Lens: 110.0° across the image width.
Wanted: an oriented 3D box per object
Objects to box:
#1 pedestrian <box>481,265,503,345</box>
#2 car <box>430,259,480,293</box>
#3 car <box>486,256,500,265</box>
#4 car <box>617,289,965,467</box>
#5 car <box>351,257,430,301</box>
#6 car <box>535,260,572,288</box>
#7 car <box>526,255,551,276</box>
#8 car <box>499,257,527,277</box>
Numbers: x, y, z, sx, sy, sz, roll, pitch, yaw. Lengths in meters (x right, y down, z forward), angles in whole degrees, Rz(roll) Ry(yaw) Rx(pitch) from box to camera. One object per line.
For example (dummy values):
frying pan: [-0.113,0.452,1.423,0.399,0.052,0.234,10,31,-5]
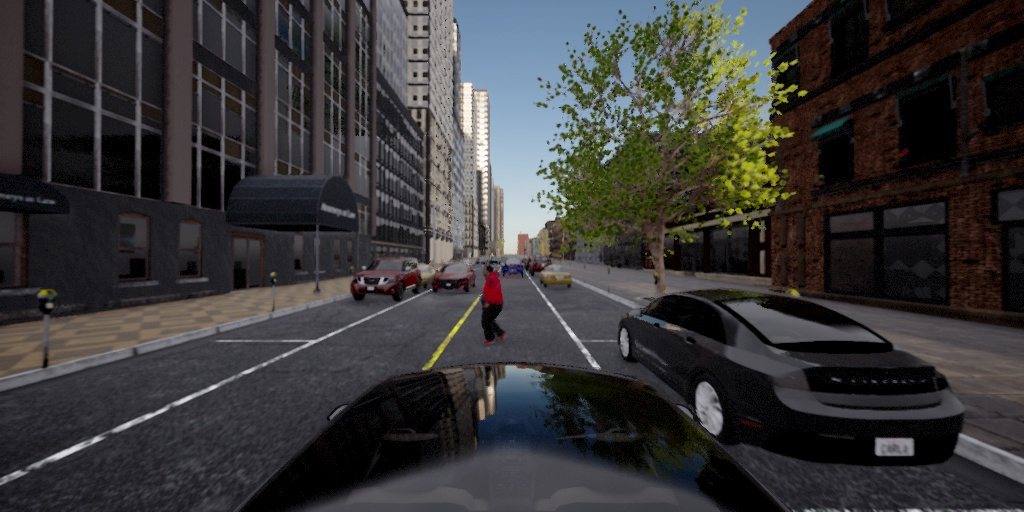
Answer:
pedestrian: [-0.466,1.009,7.949,0.375,1.860,0.375,1,-1,-4]
car: [-3.102,1.122,20.020,1.882,1.535,5.008,0,0,0]
car: [-3.008,0.766,64.168,2.097,1.767,4.553,0,0,0]
car: [3.000,1.236,5.234,1.837,1.490,4.892,0,0,0]
car: [-5.691,0.977,16.938,2.192,1.841,5.009,0,0,0]
car: [2.689,1.155,22.656,1.751,1.417,4.829,0,0,0]
car: [2.687,0.876,33.579,2.192,1.841,5.009,0,0,0]
car: [0.083,1.044,32.794,1.882,1.535,5.008,0,1,0]
